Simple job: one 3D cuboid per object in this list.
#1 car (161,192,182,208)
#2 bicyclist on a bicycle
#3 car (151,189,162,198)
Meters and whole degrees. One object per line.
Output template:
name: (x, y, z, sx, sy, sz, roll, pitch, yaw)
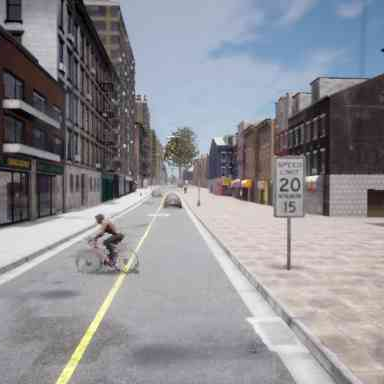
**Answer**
car: (-2.198, 1.048, 38.149, 1.994, 1.385, 4.181, 0, 1, -3)
bicyclist on a bicycle: (-2.265, 1.404, 8.851, 1.656, 1.620, 0.582, -2, 1, -3)
car: (-6.497, 0.208, 60.953, 1.812, 1.442, 4.674, 0, 2, -3)
